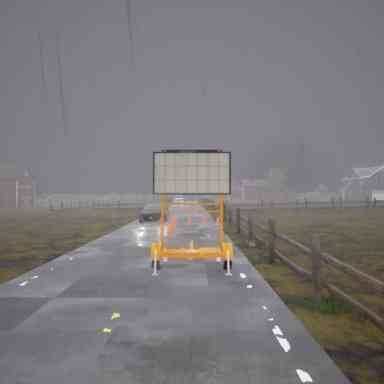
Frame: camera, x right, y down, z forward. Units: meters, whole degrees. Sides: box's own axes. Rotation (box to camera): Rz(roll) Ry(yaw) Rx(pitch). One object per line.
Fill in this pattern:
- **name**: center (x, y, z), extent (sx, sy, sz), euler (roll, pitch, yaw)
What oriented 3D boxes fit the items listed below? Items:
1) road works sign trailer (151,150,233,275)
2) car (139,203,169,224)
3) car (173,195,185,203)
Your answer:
- **road works sign trailer**: center (-0.003, 0.481, 10.435), extent (2.380, 3.560, 2.880), euler (0, 0, 0)
- **car**: center (-2.856, 1.562, 25.654), extent (1.882, 1.535, 5.008), euler (0, 0, 0)
- **car**: center (-2.765, 1.679, 69.787), extent (2.150, 2.045, 5.566), euler (0, -1, 0)
